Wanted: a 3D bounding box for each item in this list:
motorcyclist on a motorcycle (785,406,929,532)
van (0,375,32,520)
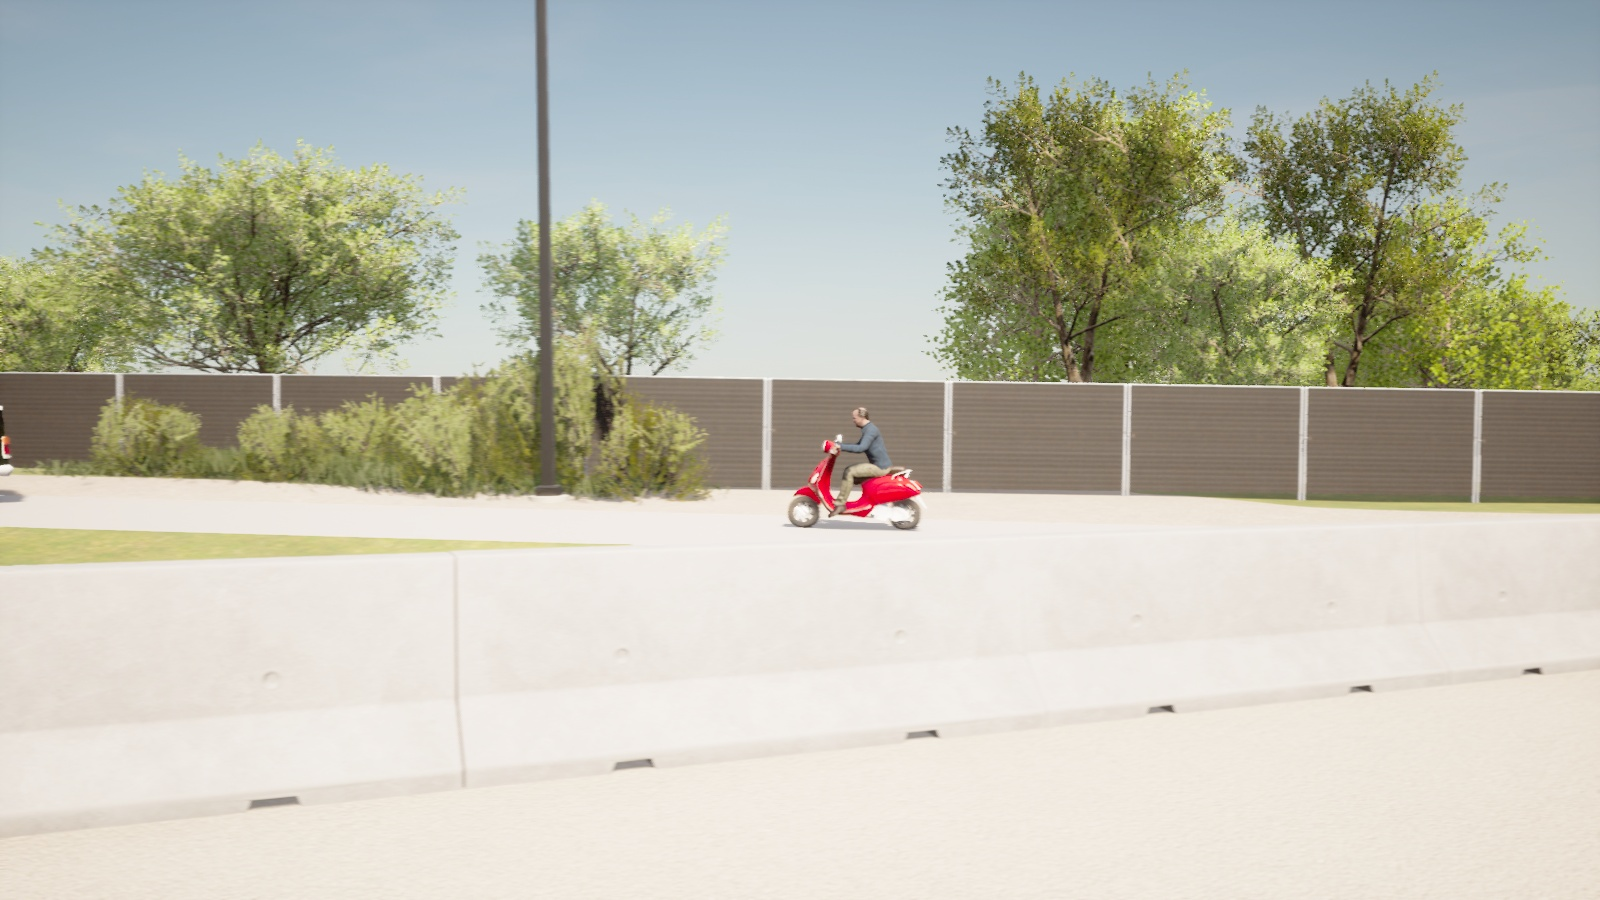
[{"bbox_3d":[0.736,0.227,16.281,1.817,1.590,0.866,0,1,3],"label":"motorcyclist on a motorcycle"},{"bbox_3d":[-13.526,-0.005,17.455,4.480,2.038,2.069,0,1,6],"label":"van"}]
